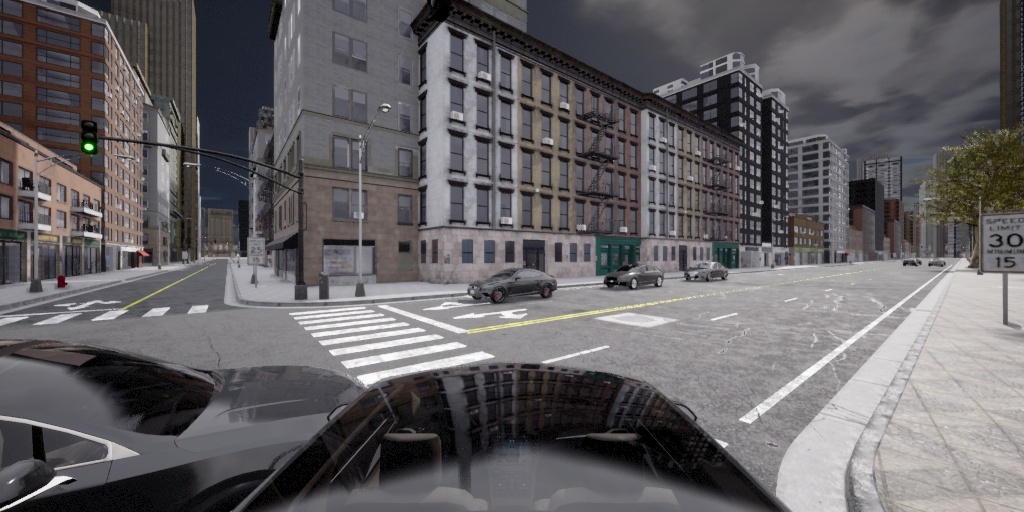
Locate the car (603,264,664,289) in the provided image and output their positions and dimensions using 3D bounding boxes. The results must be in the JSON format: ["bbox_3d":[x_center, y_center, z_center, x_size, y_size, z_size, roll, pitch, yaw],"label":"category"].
[{"bbox_3d":[7.876,1.260,22.995,4.892,1.490,1.837,0,0,-38],"label":"car"}]

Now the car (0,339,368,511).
[{"bbox_3d":[-3.206,1.257,1.906,4.892,1.490,1.837,0,0,-34],"label":"car"}]

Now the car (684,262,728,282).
[{"bbox_3d":[15.949,1.238,29.386,4.902,1.511,2.128,0,0,-38],"label":"car"}]

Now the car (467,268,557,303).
[{"bbox_3d":[0.124,1.288,16.846,4.674,1.442,1.812,0,0,-38],"label":"car"}]
